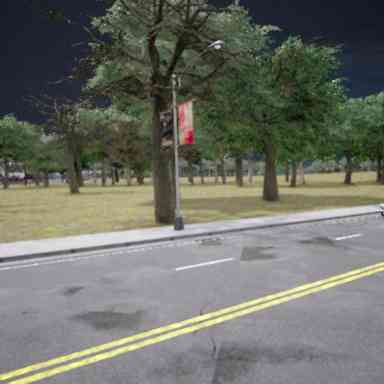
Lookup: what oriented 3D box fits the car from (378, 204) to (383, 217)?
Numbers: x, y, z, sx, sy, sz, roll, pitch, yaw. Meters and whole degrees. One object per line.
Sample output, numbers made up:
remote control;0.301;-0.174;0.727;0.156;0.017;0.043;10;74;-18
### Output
car;13.559;0.888;20.550;4.718;1.301;1.895;-2;1;-34
